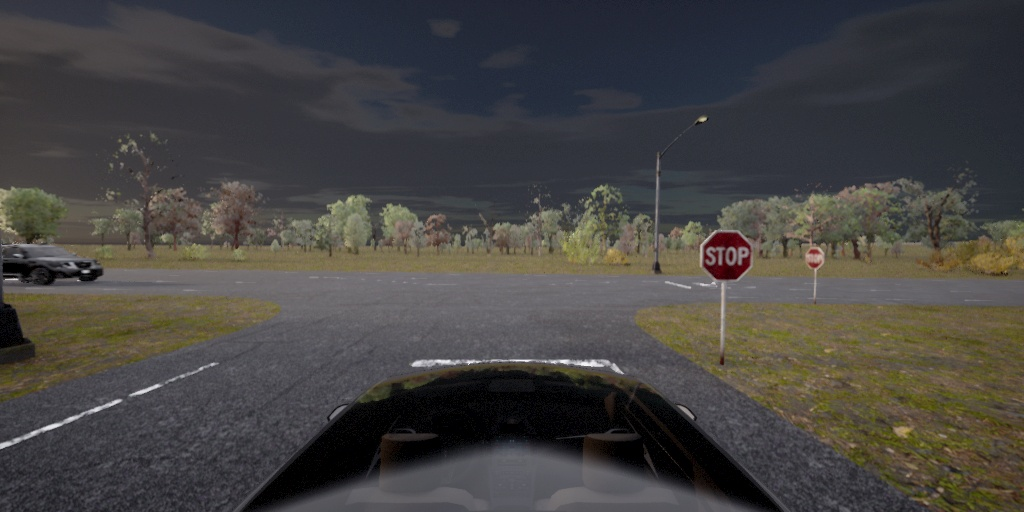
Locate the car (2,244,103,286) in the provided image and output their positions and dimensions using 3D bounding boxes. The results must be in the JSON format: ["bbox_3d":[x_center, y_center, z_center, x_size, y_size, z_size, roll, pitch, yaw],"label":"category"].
[{"bbox_3d":[-24.756,0.414,18.514,5.566,2.045,2.150,1,2,0],"label":"car"}]
